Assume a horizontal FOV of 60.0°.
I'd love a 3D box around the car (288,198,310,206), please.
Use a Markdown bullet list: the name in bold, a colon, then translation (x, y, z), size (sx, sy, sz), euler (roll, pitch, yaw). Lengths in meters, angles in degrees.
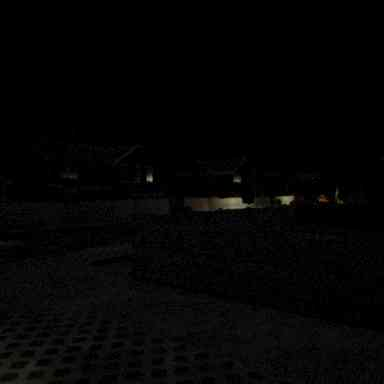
- **car**: translation (14.921, 1.549, 46.203), size (1.994, 1.385, 4.181), euler (0, 0, 36)
